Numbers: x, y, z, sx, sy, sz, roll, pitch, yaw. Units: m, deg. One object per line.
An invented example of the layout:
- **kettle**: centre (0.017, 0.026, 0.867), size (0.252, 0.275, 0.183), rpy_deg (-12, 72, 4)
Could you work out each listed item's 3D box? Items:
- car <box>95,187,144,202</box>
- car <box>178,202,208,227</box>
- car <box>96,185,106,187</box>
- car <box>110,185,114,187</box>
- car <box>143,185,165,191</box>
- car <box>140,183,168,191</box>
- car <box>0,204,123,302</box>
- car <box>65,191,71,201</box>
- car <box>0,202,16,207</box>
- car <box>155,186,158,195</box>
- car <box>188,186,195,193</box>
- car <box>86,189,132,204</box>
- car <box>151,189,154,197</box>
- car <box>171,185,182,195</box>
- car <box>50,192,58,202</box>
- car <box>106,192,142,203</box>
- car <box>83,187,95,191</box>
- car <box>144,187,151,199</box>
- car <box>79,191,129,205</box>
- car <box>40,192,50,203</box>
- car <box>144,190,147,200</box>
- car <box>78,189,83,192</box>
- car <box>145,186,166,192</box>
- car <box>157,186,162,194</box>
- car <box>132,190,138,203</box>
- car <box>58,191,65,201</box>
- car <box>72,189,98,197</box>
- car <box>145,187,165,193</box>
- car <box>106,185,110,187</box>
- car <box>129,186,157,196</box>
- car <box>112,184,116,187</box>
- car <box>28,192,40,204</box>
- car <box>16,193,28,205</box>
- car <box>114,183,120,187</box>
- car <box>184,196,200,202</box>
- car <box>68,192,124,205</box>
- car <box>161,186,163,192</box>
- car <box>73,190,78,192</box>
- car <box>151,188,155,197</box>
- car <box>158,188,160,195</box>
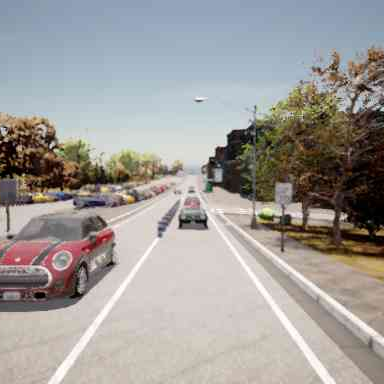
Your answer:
- **car**: centre (-10.068, 0.630, 46.316), size (5.566, 2.045, 2.435), rpy_deg (0, 1, 0)
- **car**: centre (0.064, 1.591, 22.865), size (1.895, 1.301, 4.718), rpy_deg (0, 0, 0)
- **car**: centre (-22.941, -0.155, 74.093), size (5.566, 2.045, 2.435), rpy_deg (0, 2, 0)
- **car**: centre (-22.846, -0.305, 82.461), size (5.008, 1.535, 2.097), rpy_deg (0, 3, 0)
- **car**: centre (-9.768, -0.266, 82.531), size (4.674, 1.452, 2.002), rpy_deg (0, 3, 0)
- **car**: centre (-9.778, -0.704, 85.295), size (5.566, 2.045, 2.435), rpy_deg (0, 3, 0)
- **car**: centre (-3.358, 1.350, 8.455), size (2.097, 1.767, 4.553), rpy_deg (0, 0, 0)
- **car**: centre (-23.053, 0.739, 54.593), size (5.008, 1.535, 2.097), rpy_deg (0, 1, 0)
- **car**: centre (-23.185, 0.965, 37.864), size (4.674, 1.452, 2.002), rpy_deg (0, 0, 0)
- **car**: centre (-9.905, 0.199, 68.600), size (4.553, 1.767, 2.185), rpy_deg (0, 2, 0)
- **car**: centre (-0.128, -0.446, 86.427), size (1.895, 1.301, 4.718), rpy_deg (0, 3, 0)
- **car**: centre (-10.112, 0.797, 40.745), size (4.553, 1.767, 2.185), rpy_deg (0, 0, 0)
- **car**: centre (-9.907, 0.631, 60.254), size (4.792, 1.488, 2.163), rpy_deg (0, 2, 0)
- **car**: centre (-3.378, -0.140, 78.987), size (2.128, 1.511, 4.902), rpy_deg (0, 2, 0)
- **car**: centre (-23.284, 0.837, 49.149), size (5.366, 1.575, 1.946), rpy_deg (0, 1, 0)
- **car**: centre (-10.013, 0.847, 49.108), size (4.892, 1.521, 2.231), rpy_deg (0, 1, 0)
- **car**: centre (-22.769, 0.320, 68.528), size (5.366, 1.575, 1.946), rpy_deg (0, 2, 0)
- **car**: centre (-9.925, 0.551, 57.464), size (4.553, 1.767, 2.185), rpy_deg (0, 1, 0)
- **car**: centre (-10.131, 0.961, 37.960), size (4.792, 1.488, 2.163), rpy_deg (0, 0, 0)
- **car**: centre (-23.305, 0.871, 46.354), size (5.366, 1.575, 1.946), rpy_deg (0, 1, 0)
- **car**: centre (-9.969, 0.831, 51.887), size (4.792, 1.488, 2.163), rpy_deg (0, 1, 0)
- **car**: centre (-23.010, 0.596, 60.299), size (4.892, 1.521, 2.231), rpy_deg (0, 1, 0)
- **car**: centre (-9.894, -0.749, 90.868), size (5.366, 1.575, 1.946), rpy_deg (0, 3, 0)
- **car**: centre (-9.826, 0.096, 74.176), size (5.008, 1.535, 2.097), rpy_deg (0, 2, 0)
- **car**: centre (-10.055, 0.906, 43.525), size (5.008, 1.535, 2.097), rpy_deg (0, 1, 0)
- **car**: centre (-23.050, 0.827, 51.803), size (4.792, 1.488, 2.163), rpy_deg (0, 1, 0)
- **car**: centre (-22.939, 0.214, 71.317), size (5.008, 1.535, 2.097), rpy_deg (0, 2, 0)
- **car**: centre (-9.723, -0.600, 88.087), size (5.008, 1.535, 2.097), rpy_deg (0, 3, 0)
- **car**: centre (-22.903, -0.289, 79.673), size (4.553, 1.767, 2.185), rpy_deg (0, 3, 0)
- **car**: centre (-9.926, 0.300, 65.822), size (4.553, 1.767, 2.185), rpy_deg (0, 2, 0)
- **car**: centre (-23.015, -0.461, 85.366), size (5.366, 1.575, 1.946), rpy_deg (0, 3, 0)
- **car**: centre (-23.169, 0.929, 43.561), size (4.792, 1.488, 2.163), rpy_deg (0, 0, 0)
- **car**: centre (-23.165, 0.956, 40.648), size (4.674, 1.452, 2.002), rpy_deg (0, 0, 0)
- **car**: centre (-22.780, -0.856, 88.132), size (5.566, 2.045, 2.435), rpy_deg (0, 3, 0)
- **car**: centre (0.035, 1.196, 40.322), size (1.994, 1.385, 4.181), rpy_deg (0, 2, 0)
- **car**: centre (-10.093, 0.969, 35.176), size (4.792, 1.488, 2.163), rpy_deg (0, 0, 0)
- **car**: centre (-9.807, -0.030, 76.963), size (5.008, 1.535, 2.097), rpy_deg (0, 3, 0)
- **car**: centre (-23.032, 0.674, 57.383), size (5.008, 1.535, 2.097), rpy_deg (0, 1, 0)
- **car**: centre (-9.944, 0.547, 63.041), size (4.792, 1.488, 2.163), rpy_deg (0, 2, 0)
- **car**: centre (-9.856, 0.254, 71.391), size (4.674, 1.452, 2.002), rpy_deg (0, 3, 0)
